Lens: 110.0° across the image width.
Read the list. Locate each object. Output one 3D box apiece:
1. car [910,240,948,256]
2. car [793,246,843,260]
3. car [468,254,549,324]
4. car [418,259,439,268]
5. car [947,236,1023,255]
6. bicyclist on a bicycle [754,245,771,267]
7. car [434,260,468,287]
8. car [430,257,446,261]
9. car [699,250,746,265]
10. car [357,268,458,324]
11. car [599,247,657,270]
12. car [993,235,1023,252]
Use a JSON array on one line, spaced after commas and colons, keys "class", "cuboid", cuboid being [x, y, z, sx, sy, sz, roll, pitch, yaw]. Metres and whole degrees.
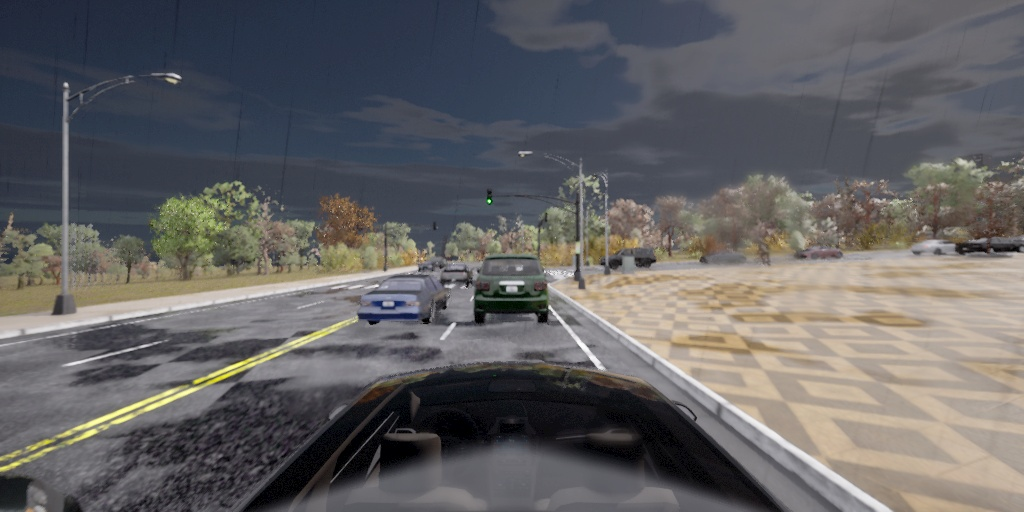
[{"class": "car", "cuboid": [41.018, -0.811, 34.444, 4.674, 1.442, 1.812, -3, 0, -5]}, {"class": "car", "cuboid": [31.629, -0.349, 37.114, 4.181, 1.385, 1.994, -3, 0, -4]}, {"class": "car", "cuboid": [-0.043, 0.981, 12.113, 2.150, 2.045, 5.566, 0, 0, -1]}, {"class": "car", "cuboid": [-11.912, 1.422, 50.401, 1.994, 1.385, 4.181, 0, 0, -5]}, {"class": "car", "cuboid": [41.642, -0.886, 31.238, 5.008, 1.535, 1.882, -3, 0, -5]}, {"class": "bicyclist on a bicycle", "cuboid": [17.733, 0.003, 25.417, 0.582, 1.620, 1.656, -2, 0, -2]}, {"class": "car", "cuboid": [-3.652, 1.272, 24.356, 2.128, 1.511, 4.902, 0, 0, -2]}, {"class": "car", "cuboid": [-12.743, 1.121, 60.238, 2.150, 2.045, 5.566, 0, 0, -5]}, {"class": "car", "cuboid": [21.394, 0.119, 36.498, 4.181, 1.385, 1.994, -3, 0, -2]}, {"class": "car", "cuboid": [-3.290, 1.311, 11.933, 2.033, 1.411, 5.357, 0, 0, -1]}, {"class": "car", "cuboid": [11.645, 0.223, 36.093, 5.566, 2.045, 2.150, -3, 0, -2]}, {"class": "car", "cuboid": [51.220, -1.300, 35.482, 4.902, 1.511, 2.128, -3, 0, -7]}]
